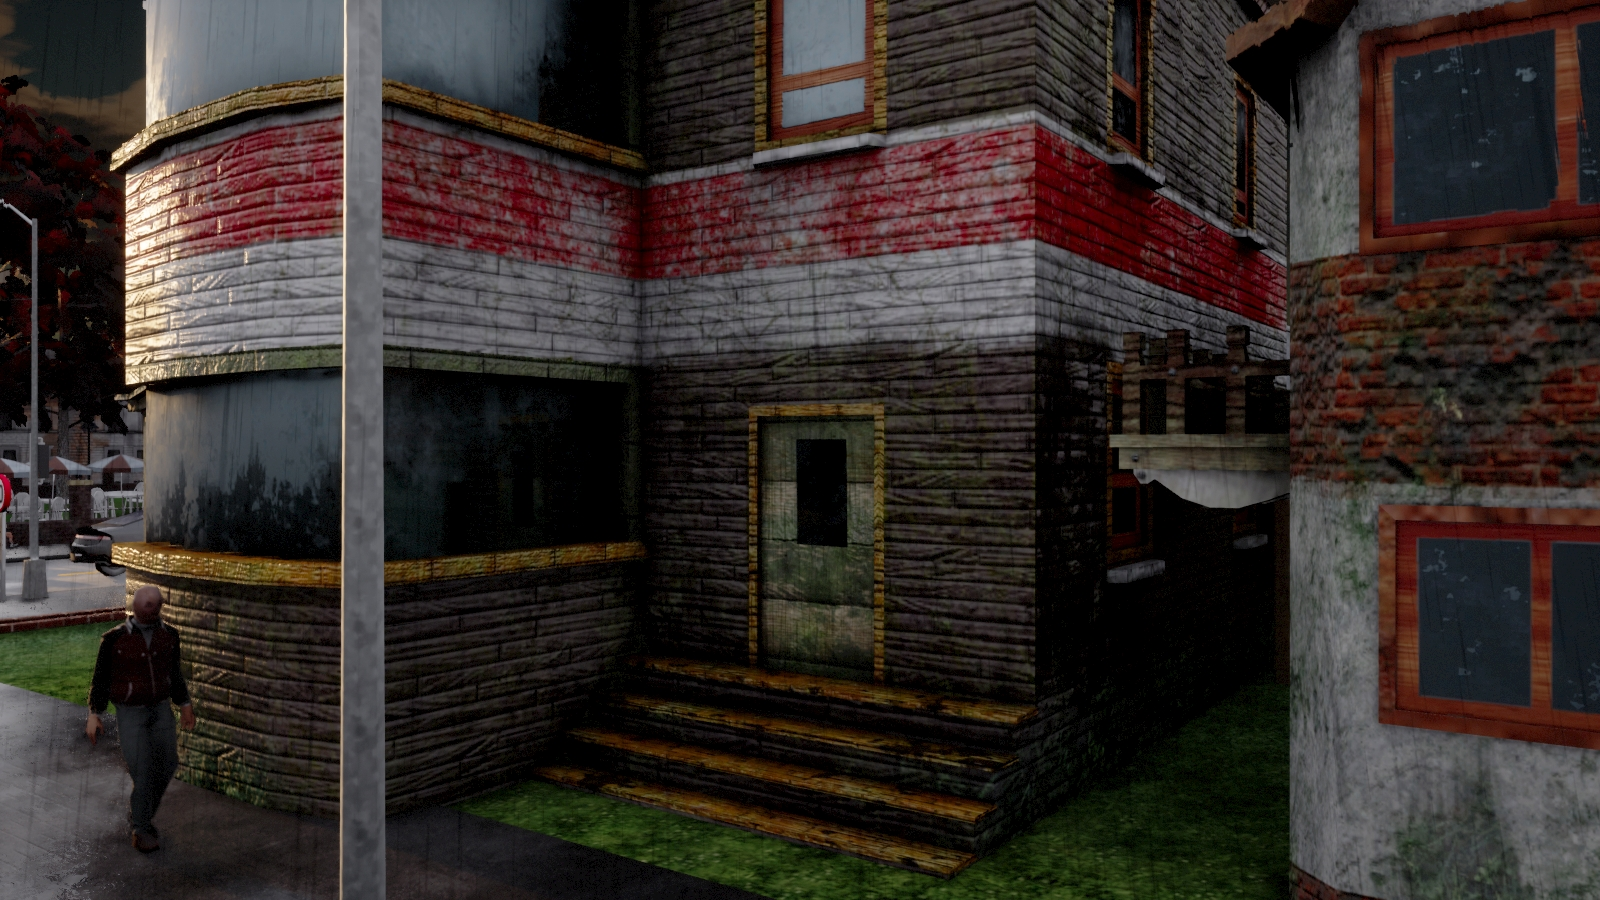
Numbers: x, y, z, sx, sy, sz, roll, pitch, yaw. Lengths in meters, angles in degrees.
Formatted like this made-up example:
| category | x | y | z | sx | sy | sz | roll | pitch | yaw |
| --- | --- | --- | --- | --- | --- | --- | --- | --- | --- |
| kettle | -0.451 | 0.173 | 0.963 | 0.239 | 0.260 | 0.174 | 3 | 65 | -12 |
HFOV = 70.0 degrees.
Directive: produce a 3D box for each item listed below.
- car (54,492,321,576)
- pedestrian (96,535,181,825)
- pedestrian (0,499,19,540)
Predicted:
| category | x | y | z | sx | sy | sz | roll | pitch | yaw |
| --- | --- | --- | --- | --- | --- | --- | --- | --- | --- |
| car | -13.748 | 1.817 | 25.958 | 2.128 | 1.511 | 4.902 | 0 | 0 | 34 |
| pedestrian | -4.470 | 1.522 | 7.725 | 0.375 | 1.860 | 0.375 | 0 | 0 | 36 |
| pedestrian | -21.605 | 1.882 | 31.035 | 0.500 | 1.100 | 0.500 | 0 | 0 | 35 |
